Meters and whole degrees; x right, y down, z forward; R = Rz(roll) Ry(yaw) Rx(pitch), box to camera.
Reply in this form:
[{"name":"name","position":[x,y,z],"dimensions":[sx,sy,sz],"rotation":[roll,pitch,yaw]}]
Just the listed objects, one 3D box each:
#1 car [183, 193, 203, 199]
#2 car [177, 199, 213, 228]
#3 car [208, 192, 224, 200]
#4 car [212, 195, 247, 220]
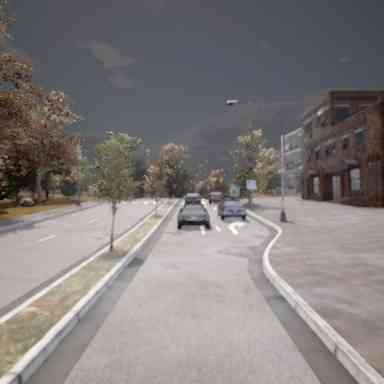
[{"name":"car","position":[0.099,0.829,37.341],"dimensions":[1.837,1.490,4.892],"rotation":[0,2,0]},{"name":"car","position":[0.098,1.394,21.021],"dimensions":[1.994,1.385,4.181],"rotation":[0,2,0]},{"name":"car","position":[3.017,0.681,41.628],"dimensions":[2.128,1.511,4.902],"rotation":[0,2,2]},{"name":"car","position":[2.924,1.254,25.110],"dimensions":[2.033,1.411,5.357],"rotation":[0,2,0]}]
